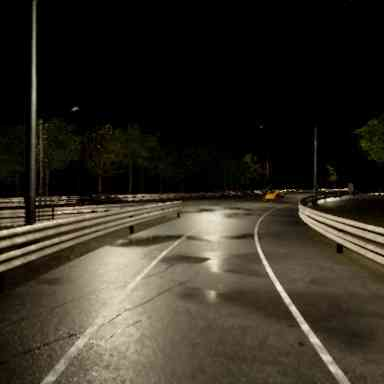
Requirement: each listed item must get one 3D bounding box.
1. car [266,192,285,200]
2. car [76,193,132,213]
[{"bbox_3d":[15.043,0.682,59.975,1.882,1.535,5.008,1,2,38],"label":"car"},{"bbox_3d":[-7.996,1.115,30.888,2.150,2.045,5.566,1,2,38],"label":"car"}]
